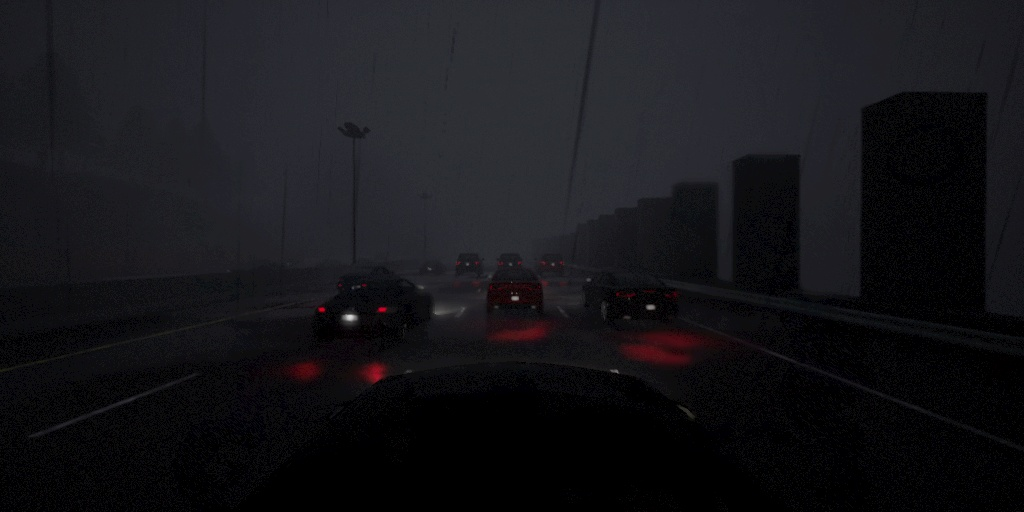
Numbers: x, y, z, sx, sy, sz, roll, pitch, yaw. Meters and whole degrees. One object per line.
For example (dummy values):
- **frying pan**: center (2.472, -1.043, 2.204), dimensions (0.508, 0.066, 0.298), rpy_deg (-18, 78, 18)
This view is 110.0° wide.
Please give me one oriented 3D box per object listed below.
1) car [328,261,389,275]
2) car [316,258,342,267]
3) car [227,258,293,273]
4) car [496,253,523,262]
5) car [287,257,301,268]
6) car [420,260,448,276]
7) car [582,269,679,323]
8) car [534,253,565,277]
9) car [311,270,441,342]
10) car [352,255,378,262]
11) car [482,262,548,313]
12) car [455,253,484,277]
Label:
- **car**: center (-6.951, 1.163, 17.774), dimensions (1.812, 1.442, 4.674), rpy_deg (0, 0, -1)
- **car**: center (-26.122, 1.003, 51.175), dimensions (1.895, 1.301, 4.718), rpy_deg (0, 0, -6)
- **car**: center (-21.375, 1.095, 30.378), dimensions (2.033, 1.411, 5.357), rpy_deg (0, 0, -2)
- **car**: center (-0.223, 0.760, 31.992), dimensions (2.150, 2.045, 5.566), rpy_deg (0, 0, -2)
- **car**: center (-29.134, 0.938, 46.274), dimensions (1.837, 1.490, 4.892), rpy_deg (0, 1, -4)
- **car**: center (-7.279, 1.091, 33.587), dimensions (1.994, 1.385, 4.181), rpy_deg (0, 0, -2)
- **car**: center (3.597, 1.158, 11.777), dimensions (1.882, 1.535, 5.008), rpy_deg (0, 0, 0)
- **car**: center (3.276, 0.760, 32.068), dimensions (2.150, 2.045, 5.566), rpy_deg (0, 0, -2)
- **car**: center (-3.401, 1.259, 9.552), dimensions (1.994, 1.385, 4.181), rpy_deg (0, 0, 0)
- **car**: center (-18.462, 0.978, 44.137), dimensions (1.812, 1.442, 4.674), rpy_deg (0, 0, -3)
- **car**: center (0.092, 1.145, 13.602), dimensions (1.882, 1.535, 5.008), rpy_deg (0, 0, 0)
- **car**: center (-3.728, 0.759, 32.094), dimensions (2.150, 2.045, 5.566), rpy_deg (0, 0, -2)
